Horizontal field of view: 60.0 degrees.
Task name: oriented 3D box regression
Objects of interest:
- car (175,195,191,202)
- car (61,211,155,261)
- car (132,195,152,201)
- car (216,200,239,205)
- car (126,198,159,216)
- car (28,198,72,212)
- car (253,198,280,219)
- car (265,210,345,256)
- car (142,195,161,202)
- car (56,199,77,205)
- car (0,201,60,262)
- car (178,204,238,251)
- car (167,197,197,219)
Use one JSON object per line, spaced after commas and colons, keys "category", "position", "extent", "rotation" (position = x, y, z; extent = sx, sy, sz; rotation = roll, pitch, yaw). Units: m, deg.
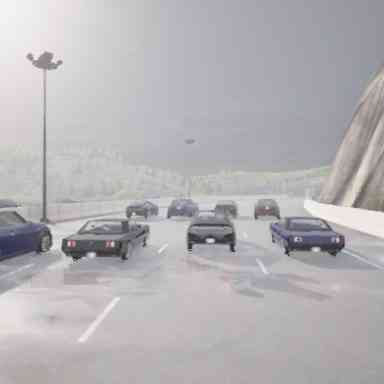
{"category": "car", "position": [-1.910, 1.437, 73.216], "extent": [1.994, 1.385, 4.181], "rotation": [0, 0, 24]}
{"category": "car", "position": [-2.834, 1.585, 12.154], "extent": [1.895, 1.301, 4.718], "rotation": [0, 0, 4]}
{"category": "car", "position": [-11.589, 1.414, 77.293], "extent": [2.033, 1.411, 5.357], "rotation": [0, 0, 24]}
{"category": "car", "position": [3.233, 1.457, 30.783], "extent": [1.882, 1.535, 5.008], "rotation": [0, 0, 11]}
{"category": "car", "position": [-4.221, 1.471, 28.918], "extent": [1.837, 1.490, 4.892], "rotation": [0, 0, 10]}
{"category": "car", "position": [-16.647, 1.480, 39.313], "extent": [2.033, 1.411, 5.357], "rotation": [0, 0, 13]}
{"category": "car", "position": [6.501, 1.339, 29.173], "extent": [2.097, 1.767, 4.553], "rotation": [0, 0, 10]}
{"category": "car", "position": [4.270, 1.597, 13.152], "extent": [1.895, 1.301, 4.718], "rotation": [0, 0, 5]}
{"category": "car", "position": [-8.989, 1.388, 74.475], "extent": [1.882, 1.535, 5.008], "rotation": [0, 0, 22]}
{"category": "car", "position": [-13.958, 1.420, 34.955], "extent": [1.882, 1.535, 5.008], "rotation": [0, 0, 11]}
{"category": "car", "position": [-6.407, 1.330, 10.715], "extent": [2.097, 1.767, 4.553], "rotation": [0, 0, 4]}
{"category": "car", "position": [0.864, 1.481, 14.048], "extent": [2.128, 1.511, 4.902], "rotation": [0, 0, 5]}
{"category": "car", "position": [-0.681, 1.325, 28.781], "extent": [2.097, 1.767, 4.553], "rotation": [0, 0, 10]}
